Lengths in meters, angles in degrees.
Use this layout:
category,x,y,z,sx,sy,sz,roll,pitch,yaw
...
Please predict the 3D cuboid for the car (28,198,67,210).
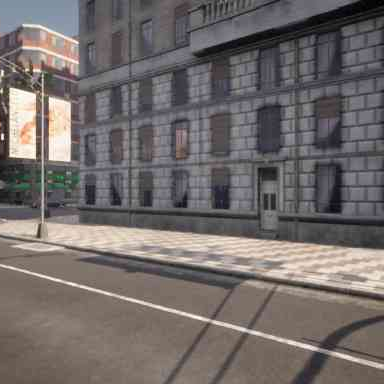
category,x,y,z,sx,sy,sz,roll,pitch,yaw
car,-18.835,1.504,43.457,1.837,1.490,4.892,0,0,36
